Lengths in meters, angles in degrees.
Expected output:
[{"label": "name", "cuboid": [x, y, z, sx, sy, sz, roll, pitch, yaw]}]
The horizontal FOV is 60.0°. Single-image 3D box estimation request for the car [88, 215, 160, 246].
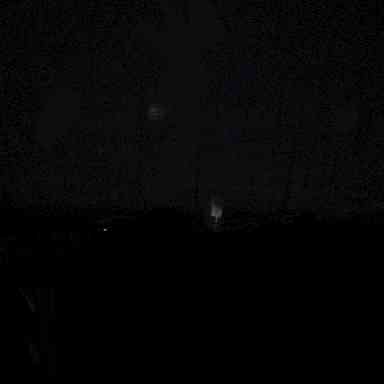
[{"label": "car", "cuboid": [-3.779, 2.042, 18.593, 1.812, 1.442, 4.674, 3, 0, 36]}]
